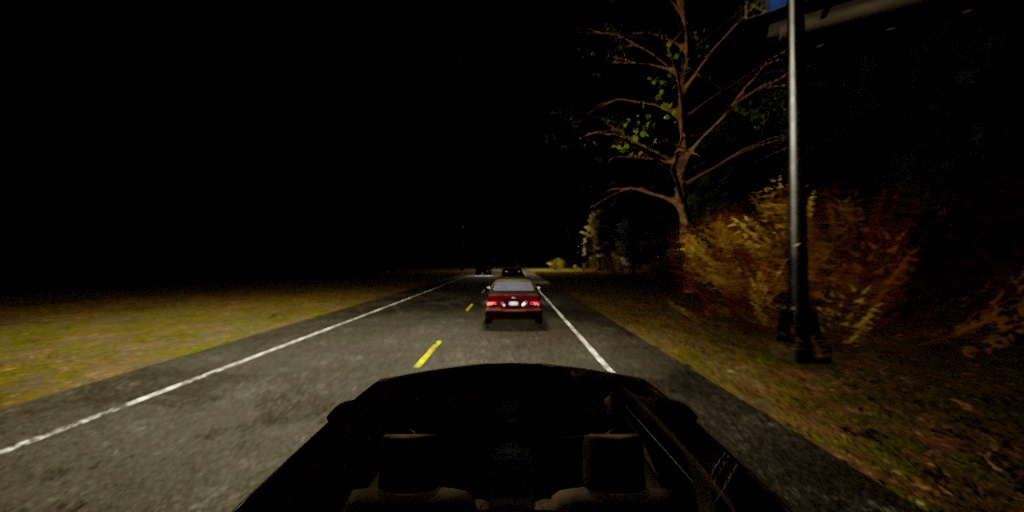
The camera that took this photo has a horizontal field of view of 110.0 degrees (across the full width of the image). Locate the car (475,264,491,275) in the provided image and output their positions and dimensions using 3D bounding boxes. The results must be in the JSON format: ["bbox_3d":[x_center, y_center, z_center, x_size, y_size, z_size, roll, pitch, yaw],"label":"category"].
[{"bbox_3d":[-3.644,1.738,46.471,2.033,1.411,5.357,0,-1,0],"label":"car"}]

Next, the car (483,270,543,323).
[{"bbox_3d":[0.055,1.405,12.597,2.033,1.411,5.357,0,-1,0],"label":"car"}]

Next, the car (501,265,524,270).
[{"bbox_3d":[0.050,1.544,32.468,2.128,1.511,4.902,0,-1,0],"label":"car"}]
